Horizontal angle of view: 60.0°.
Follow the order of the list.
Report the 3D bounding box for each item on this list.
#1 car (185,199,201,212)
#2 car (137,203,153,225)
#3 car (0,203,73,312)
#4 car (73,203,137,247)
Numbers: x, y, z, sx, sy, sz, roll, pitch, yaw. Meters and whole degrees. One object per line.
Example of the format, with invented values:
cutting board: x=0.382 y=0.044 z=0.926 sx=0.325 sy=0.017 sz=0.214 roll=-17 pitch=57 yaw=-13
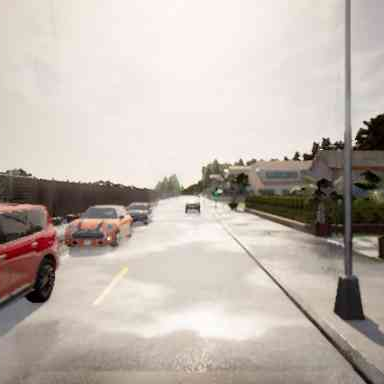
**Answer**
car: x=0.103 y=1.652 z=41.010 sx=2.128 sy=1.511 sz=4.902 roll=0 pitch=0 yaw=0
car: x=-4.059 y=1.604 z=25.280 sx=1.837 sy=1.490 sz=4.892 roll=0 pitch=0 yaw=1
car: x=-4.083 y=1.243 z=5.437 sx=2.150 sy=2.045 sz=5.566 roll=0 pitch=0 yaw=0
car: x=-4.083 y=1.412 z=15.276 sx=2.097 sy=1.767 sz=4.553 roll=0 pitch=0 yaw=0
